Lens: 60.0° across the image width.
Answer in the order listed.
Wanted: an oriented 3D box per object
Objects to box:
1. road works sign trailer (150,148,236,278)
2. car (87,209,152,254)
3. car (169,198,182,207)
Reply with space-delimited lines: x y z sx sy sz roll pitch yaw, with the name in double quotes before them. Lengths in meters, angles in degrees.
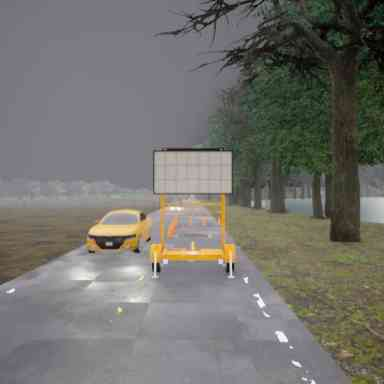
"road works sign trailer" 0.033 0.475 10.124 2.380 3.560 2.880 0 0 0
"car" -2.804 1.496 13.775 1.882 1.535 5.008 0 0 0
"car" -2.652 1.715 55.510 2.128 1.511 4.902 0 -1 0
